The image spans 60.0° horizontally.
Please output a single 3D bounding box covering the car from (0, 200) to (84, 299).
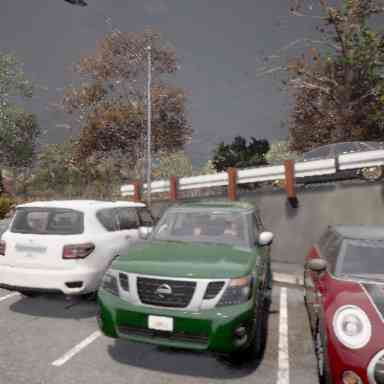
[{"bbox_3d":[-2.099,1.228,8.402,2.435,2.045,5.566,0,-1,16],"label":"car"}]

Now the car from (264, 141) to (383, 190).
[{"bbox_3d":[4.989,-0.916,11.901,4.892,1.490,1.837,-5,-3,36],"label":"car"}]

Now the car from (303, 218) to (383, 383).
[{"bbox_3d":[2.839,1.362,4.892,2.185,1.767,4.553,1,-1,15],"label":"car"}]

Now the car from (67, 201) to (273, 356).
[{"bbox_3d":[0.368,1.232,6.591,2.435,2.045,5.566,1,-1,15],"label":"car"}]
